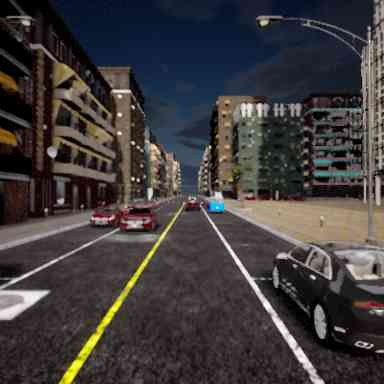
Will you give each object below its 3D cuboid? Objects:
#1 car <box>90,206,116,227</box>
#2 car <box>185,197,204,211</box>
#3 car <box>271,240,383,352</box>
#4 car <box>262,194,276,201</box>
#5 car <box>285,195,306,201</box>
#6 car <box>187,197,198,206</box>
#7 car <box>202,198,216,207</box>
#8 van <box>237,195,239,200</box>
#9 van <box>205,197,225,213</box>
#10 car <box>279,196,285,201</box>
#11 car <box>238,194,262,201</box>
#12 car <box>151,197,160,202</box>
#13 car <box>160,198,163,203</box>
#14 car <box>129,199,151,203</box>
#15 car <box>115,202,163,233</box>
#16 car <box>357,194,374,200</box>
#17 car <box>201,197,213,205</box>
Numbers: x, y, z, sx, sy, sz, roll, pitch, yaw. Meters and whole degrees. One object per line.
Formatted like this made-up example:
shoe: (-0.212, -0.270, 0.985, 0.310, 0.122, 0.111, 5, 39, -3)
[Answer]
car: (-5.683, 1.630, 22.870, 1.802, 1.307, 4.206, 1, 0, 0)
car: (0.094, 1.638, 42.311, 2.033, 1.411, 5.357, 0, 0, 0)
car: (2.700, 1.564, 6.161, 2.008, 1.369, 4.403, 1, 0, 0)
car: (19.278, 1.406, 86.836, 5.009, 1.841, 2.192, 0, -1, 0)
car: (24.745, 1.348, 78.416, 4.097, 1.590, 1.967, 0, -1, 0)
car: (0.091, 1.654, 59.322, 1.812, 1.442, 4.674, 0, -1, 1)
car: (2.822, 1.672, 56.289, 2.008, 1.369, 4.403, 1, 0, 0)
van: (13.750, 1.474, 86.874, 3.998, 1.788, 1.690, 0, -1, 0)
van: (2.726, 1.421, 37.399, 1.690, 1.788, 3.998, 1, 0, 0)
car: (24.807, 1.593, 86.795, 4.507, 1.381, 1.887, 0, -1, 0)
car: (13.691, 1.575, 78.493, 4.206, 1.307, 1.802, 0, -1, 0)
car: (-5.766, 1.678, 45.148, 1.802, 1.307, 4.206, 1, 0, 0)
car: (-5.816, 1.556, 54.053, 1.967, 1.590, 4.097, 1, 0, 0)
car: (-5.688, 1.512, 34.010, 1.967, 1.590, 4.097, 1, 0, 0)
car: (-3.074, 1.568, 20.205, 1.812, 1.442, 4.674, 0, 0, 0)
car: (41.327, 1.224, 78.300, 4.097, 1.590, 1.967, 0, -1, 0)
car: (2.821, 1.684, 61.859, 2.008, 1.369, 4.403, 1, 0, 0)
